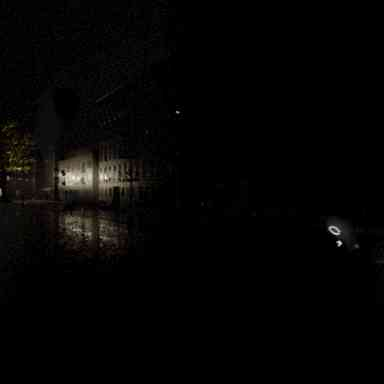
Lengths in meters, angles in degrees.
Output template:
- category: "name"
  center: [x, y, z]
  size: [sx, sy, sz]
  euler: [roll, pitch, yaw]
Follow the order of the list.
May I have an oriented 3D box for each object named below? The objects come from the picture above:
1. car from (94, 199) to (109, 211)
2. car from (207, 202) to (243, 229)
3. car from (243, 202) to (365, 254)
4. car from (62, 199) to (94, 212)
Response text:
- category: "car"
  center: [-12.282, 1.620, 42.196]
  size: [2.033, 1.411, 5.357]
  euler: [0, 0, -36]
- category: "car"
  center: [2.976, 1.383, 20.945]
  size: [2.097, 1.767, 4.553]
  euler: [0, 0, -36]
- category: "car"
  center: [4.560, 1.351, 13.675]
  size: [2.097, 1.767, 4.553]
  euler: [0, 0, -36]
- category: "car"
  center: [-13.813, 1.598, 39.343]
  size: [2.033, 1.411, 5.357]
  euler: [0, 0, -35]
